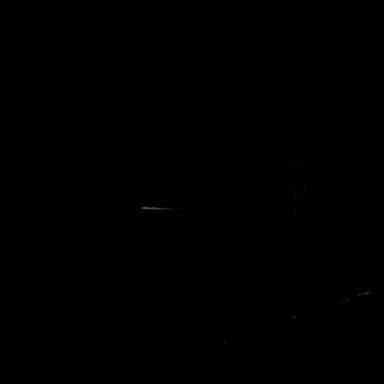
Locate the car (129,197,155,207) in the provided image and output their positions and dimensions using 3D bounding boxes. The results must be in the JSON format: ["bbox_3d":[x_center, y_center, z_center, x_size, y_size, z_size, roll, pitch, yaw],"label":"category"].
[{"bbox_3d":[-6.818,1.337,45.151,1.895,1.301,4.718,0,0,-35],"label":"car"}]
